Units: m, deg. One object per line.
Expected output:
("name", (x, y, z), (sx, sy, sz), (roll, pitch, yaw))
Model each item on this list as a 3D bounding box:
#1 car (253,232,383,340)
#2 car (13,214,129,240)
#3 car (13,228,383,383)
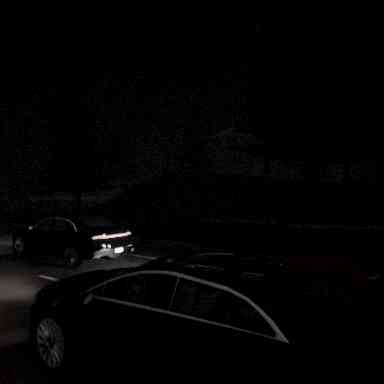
("car", (3.632, 1.601, 5.700), (4.718, 1.301, 1.895), (0, 0, 36))
("car", (-4.107, 1.478, 11.130), (4.902, 1.511, 2.128), (0, 0, 35))
("car", (-0.034, 1.490, 4.011), (4.902, 1.511, 2.128), (0, 0, 35))
